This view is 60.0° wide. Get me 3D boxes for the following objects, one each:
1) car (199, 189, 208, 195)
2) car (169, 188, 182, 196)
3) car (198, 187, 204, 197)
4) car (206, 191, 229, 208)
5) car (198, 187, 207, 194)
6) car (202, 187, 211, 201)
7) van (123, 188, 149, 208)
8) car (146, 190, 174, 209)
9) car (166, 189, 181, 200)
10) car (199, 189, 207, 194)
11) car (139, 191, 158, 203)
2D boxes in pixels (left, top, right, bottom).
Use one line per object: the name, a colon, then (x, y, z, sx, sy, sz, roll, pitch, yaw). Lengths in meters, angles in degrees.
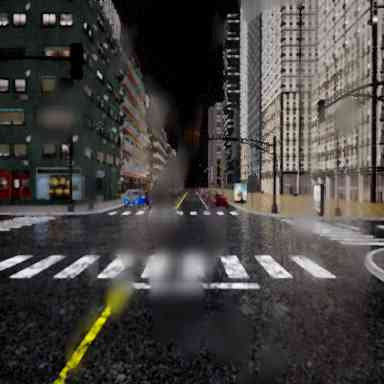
car: (2.663, -0.042, 77.360, 1.887, 1.381, 4.507, 0, 1, 0)
car: (-3.035, 0.208, 66.747, 1.994, 1.385, 4.181, 0, 1, 0)
car: (2.672, 0.185, 60.778, 1.967, 1.590, 4.097, 0, 1, 0)
car: (2.683, 0.891, 33.149, 1.802, 1.307, 4.206, 0, 1, 0)
car: (2.660, -0.491, 88.409, 2.192, 1.841, 5.009, 0, 1, 0)
car: (2.679, 0.522, 44.199, 1.967, 1.590, 4.097, 0, 1, 0)
van: (-5.696, 0.650, 33.141, 1.690, 1.788, 3.998, 0, 1, 0)
car: (-3.105, 0.814, 33.097, 1.837, 1.490, 4.892, 0, 1, 0)
car: (-3.077, 0.551, 50.662, 1.895, 1.301, 4.718, 0, 1, 0)
car: (2.661, -0.115, 82.887, 1.802, 1.307, 4.206, 0, 1, 0)
car: (-5.702, 0.627, 44.199, 1.887, 1.381, 4.507, 0, 1, 0)
